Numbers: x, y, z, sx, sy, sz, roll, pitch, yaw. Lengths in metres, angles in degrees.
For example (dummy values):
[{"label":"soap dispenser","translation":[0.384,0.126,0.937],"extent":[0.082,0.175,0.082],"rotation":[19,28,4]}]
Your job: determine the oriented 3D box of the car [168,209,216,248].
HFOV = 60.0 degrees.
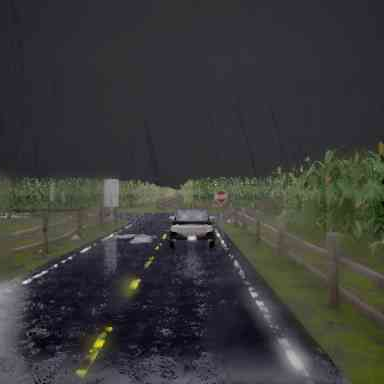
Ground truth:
[{"label":"car","translation":[0.000,1.492,14.651],"extent":[2.128,1.511,4.902],"rotation":[0,0,0]}]
